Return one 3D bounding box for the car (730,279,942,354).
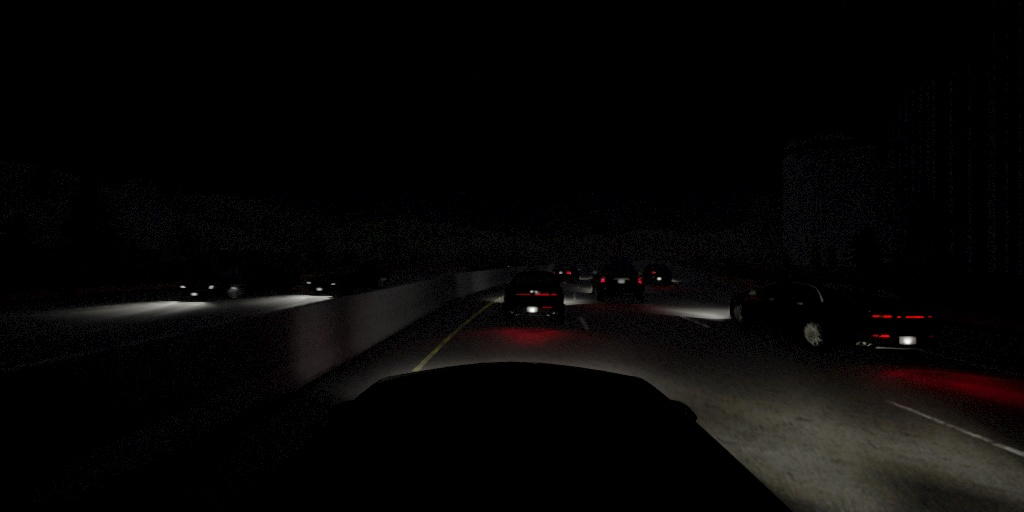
[{"bbox_3d":[7.495,1.314,9.055,1.837,1.490,4.892,0,0,4],"label":"car"}]

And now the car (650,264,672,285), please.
[{"bbox_3d":[11.110,1.357,27.630,1.837,1.490,4.892,0,0,17],"label":"car"}]

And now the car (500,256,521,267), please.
[{"bbox_3d":[-0.428,1.084,56.133,2.150,2.045,5.566,0,0,23],"label":"car"}]

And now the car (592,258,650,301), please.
[{"bbox_3d":[5.144,1.148,17.832,2.097,1.767,4.553,0,0,9],"label":"car"}]

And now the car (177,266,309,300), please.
[{"bbox_3d":[-12.852,1.210,17.531,2.033,1.411,5.357,0,0,8],"label":"car"}]

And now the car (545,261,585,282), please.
[{"bbox_3d":[4.567,1.362,30.296,2.033,1.411,5.357,0,0,18],"label":"car"}]

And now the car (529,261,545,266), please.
[{"bbox_3d":[4.216,1.481,58.157,1.994,1.385,4.181,0,0,23],"label":"car"}]

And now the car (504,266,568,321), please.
[{"bbox_3d":[0.833,1.264,12.511,1.837,1.490,4.892,0,0,6],"label":"car"}]

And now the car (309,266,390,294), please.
[{"bbox_3d":[-8.915,1.244,20.066,2.033,1.411,5.357,0,0,10],"label":"car"}]

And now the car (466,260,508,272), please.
[{"bbox_3d":[-2.363,1.318,32.212,2.033,1.411,5.357,0,0,18],"label":"car"}]
